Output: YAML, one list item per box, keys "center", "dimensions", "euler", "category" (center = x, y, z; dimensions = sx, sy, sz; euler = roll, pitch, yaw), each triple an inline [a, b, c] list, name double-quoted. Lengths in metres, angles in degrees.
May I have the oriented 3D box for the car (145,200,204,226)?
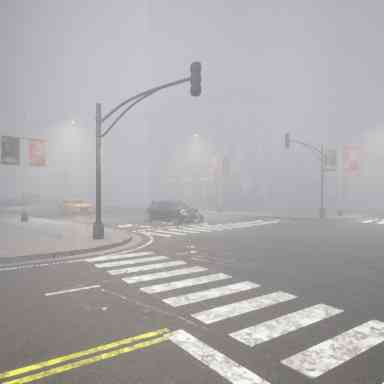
- center: [-1.311, 1.343, 23.593]
  dimensions: [2.097, 1.767, 4.553]
  euler: [0, 0, -45]
  category: "car"

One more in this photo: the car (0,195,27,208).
- center: [-26.286, 1.538, 48.728]
  dimensions: [1.994, 1.385, 4.181]
  euler: [0, 0, -44]
  category: "car"

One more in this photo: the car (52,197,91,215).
- center: [-12.314, 1.462, 34.621]
  dimensions: [1.882, 1.535, 5.008]
  euler: [0, 0, -45]
  category: "car"

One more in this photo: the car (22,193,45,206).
- center: [-26.122, 1.198, 53.350]
  dimensions: [5.566, 2.045, 2.150]
  euler: [0, 0, 45]
  category: "car"

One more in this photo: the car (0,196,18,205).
- center: [-33.703, 1.531, 60.944]
  dimensions: [1.994, 1.385, 4.181]
  euler: [0, 0, -45]
  category: "car"

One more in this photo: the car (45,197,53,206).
- center: [-23.096, 1.545, 54.929]
  dimensions: [4.181, 1.385, 1.994]
  euler: [0, 0, 44]
  category: "car"
